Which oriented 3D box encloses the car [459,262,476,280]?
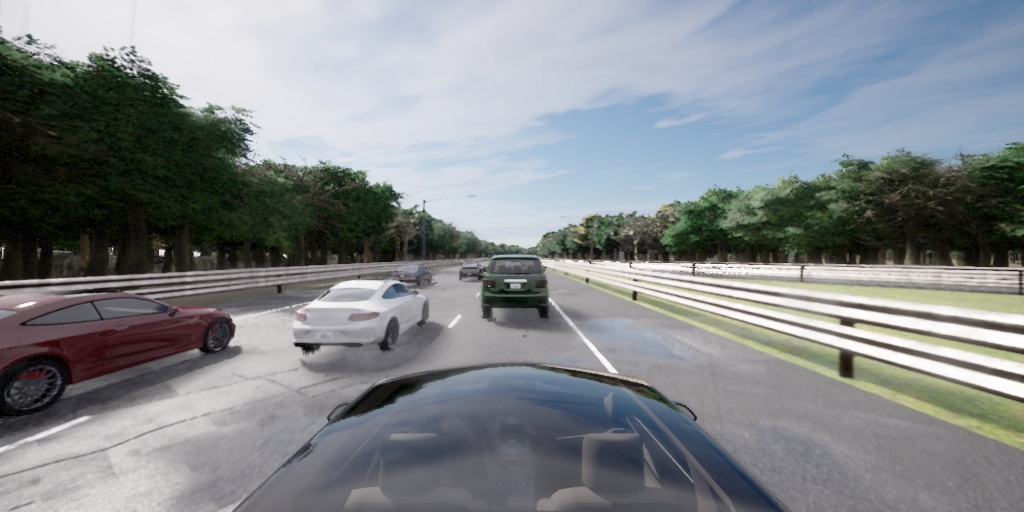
[{"bbox_3d":[-3.388,1.269,30.994,2.128,1.511,4.902,0,0,0],"label":"car"}]

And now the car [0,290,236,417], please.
[{"bbox_3d":[-6.902,1.272,5.806,1.812,1.442,4.674,0,0,0],"label":"car"}]

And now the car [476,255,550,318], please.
[{"bbox_3d":[0.105,0.976,13.193,2.150,2.045,5.566,0,0,0],"label":"car"}]

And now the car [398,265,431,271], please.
[{"bbox_3d":[-6.899,1.318,25.101,2.033,1.411,5.357,0,0,0],"label":"car"}]

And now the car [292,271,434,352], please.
[{"bbox_3d":[-3.396,1.278,8.814,1.812,1.442,4.674,0,0,0],"label":"car"}]

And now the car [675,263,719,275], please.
[{"bbox_3d":[22.308,1.502,43.388,2.033,1.411,5.357,0,0,-20],"label":"car"}]
